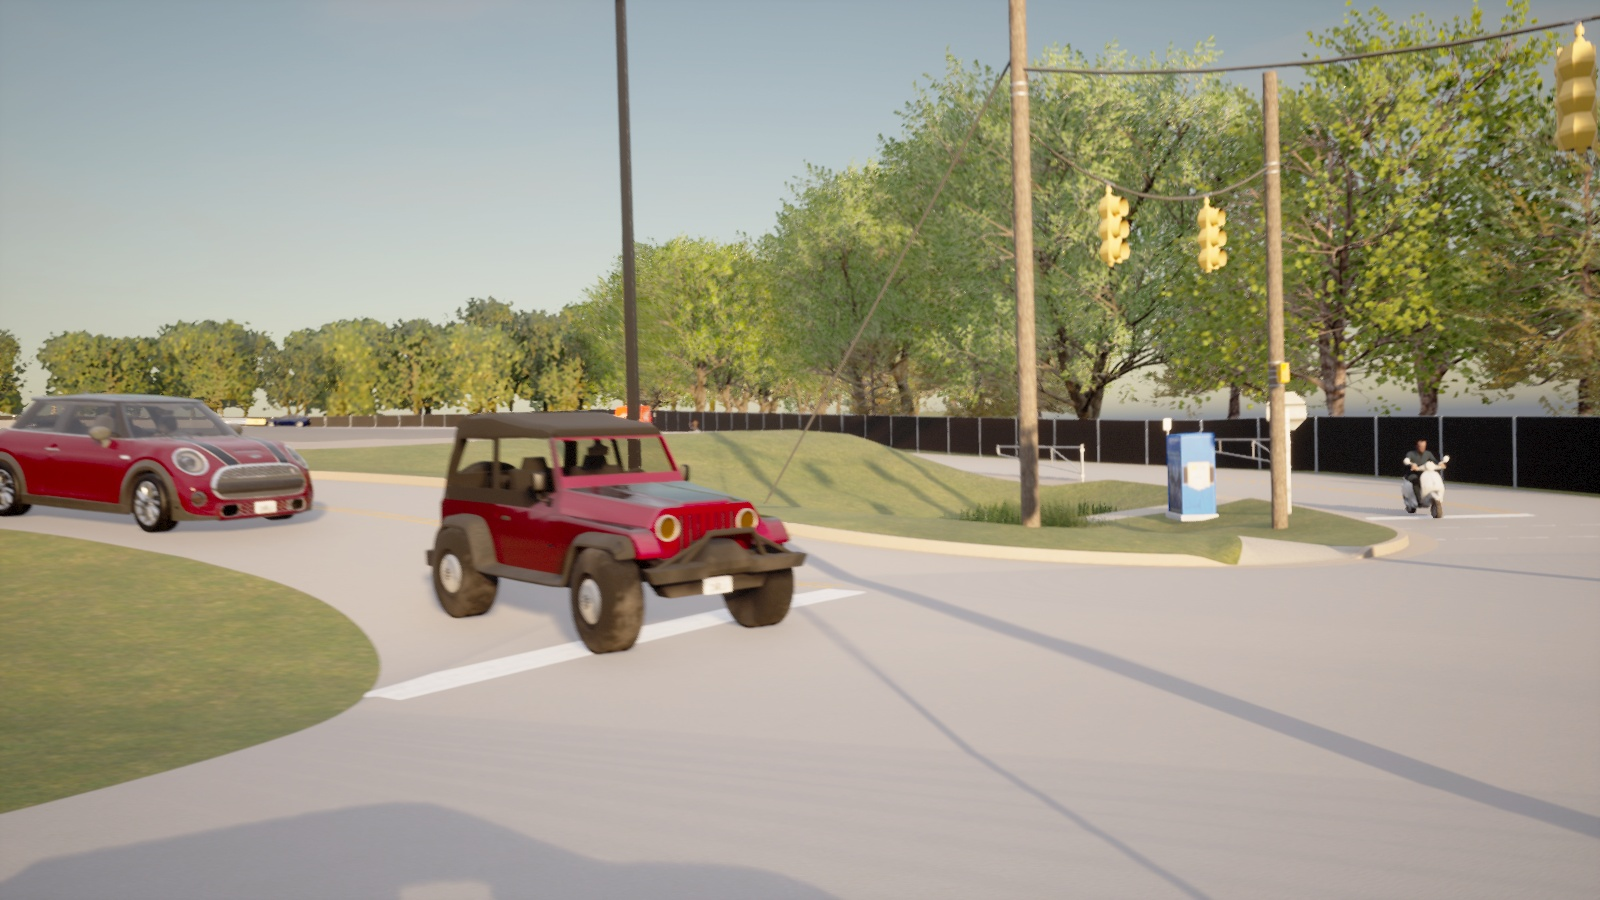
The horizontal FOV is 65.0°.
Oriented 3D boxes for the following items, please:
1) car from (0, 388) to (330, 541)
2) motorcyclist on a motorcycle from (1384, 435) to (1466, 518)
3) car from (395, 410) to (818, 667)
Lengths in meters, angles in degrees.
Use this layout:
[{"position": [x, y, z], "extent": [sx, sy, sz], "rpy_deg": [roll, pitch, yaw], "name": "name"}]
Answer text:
[{"position": [-8.772, 0.083, 16.872], "extent": [4.553, 1.767, 2.097], "rpy_deg": [2, 3, 27], "name": "car"}, {"position": [12.792, 0.515, 25.769], "extent": [0.866, 1.590, 1.817], "rpy_deg": [-3, 2, 6], "name": "motorcyclist on a motorcycle"}, {"position": [-1.876, 0.600, 11.349], "extent": [1.905, 1.878, 3.866], "rpy_deg": [-3, 3, -43], "name": "car"}]
